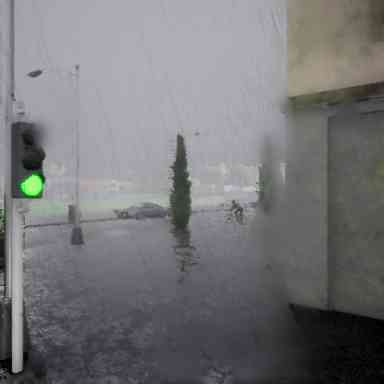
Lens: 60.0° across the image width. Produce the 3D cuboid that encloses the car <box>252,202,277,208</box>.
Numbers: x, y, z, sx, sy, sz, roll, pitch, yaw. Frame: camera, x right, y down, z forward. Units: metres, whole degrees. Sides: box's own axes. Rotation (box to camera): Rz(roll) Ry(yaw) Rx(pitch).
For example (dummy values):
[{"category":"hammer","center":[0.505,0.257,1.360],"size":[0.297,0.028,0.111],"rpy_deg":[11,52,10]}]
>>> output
[{"category":"car","center":[10.105,1.592,46.611],"size":[1.895,1.301,4.718],"rpy_deg":[0,0,36]}]

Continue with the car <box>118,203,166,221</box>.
[{"category":"car","center":[-3.989,1.555,26.955],"size":[1.994,1.385,4.181],"rpy_deg":[0,0,36]}]

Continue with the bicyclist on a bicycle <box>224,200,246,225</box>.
[{"category":"bicyclist on a bicycle","center":[2.871,1.345,22.111],"size":[1.656,1.620,0.582],"rpy_deg":[0,0,36]}]

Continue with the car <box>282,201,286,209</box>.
[{"category":"car","center":[13.668,1.557,44.553],"size":[1.994,1.385,4.181],"rpy_deg":[0,0,36]}]
